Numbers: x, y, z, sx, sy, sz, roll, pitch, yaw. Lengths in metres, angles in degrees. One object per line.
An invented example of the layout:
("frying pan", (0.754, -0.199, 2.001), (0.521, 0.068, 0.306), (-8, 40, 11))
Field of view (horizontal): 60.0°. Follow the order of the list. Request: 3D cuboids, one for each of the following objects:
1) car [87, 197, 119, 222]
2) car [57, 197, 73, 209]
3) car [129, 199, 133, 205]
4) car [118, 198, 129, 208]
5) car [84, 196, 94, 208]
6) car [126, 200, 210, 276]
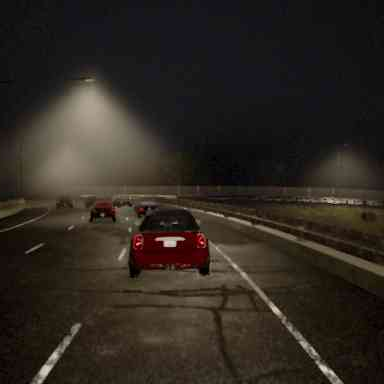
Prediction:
("car", (-6.777, 1.398, 25.417), (1.812, 1.442, 4.674), (0, 0, -14))
("car", (-16.047, 1.338, 41.935), (1.812, 1.442, 4.674), (0, 1, -23))
("car", (-3.970, 1.387, 28.795), (2.033, 1.411, 5.357), (0, 0, -15))
("car", (-9.011, 1.373, 43.239), (1.895, 1.301, 4.718), (0, 0, -23))
("car", (-12.972, 1.314, 43.584), (1.812, 1.442, 4.674), (0, 1, -23))
("car", (-0.744, 1.290, 10.359), (2.097, 1.767, 4.553), (0, 0, -5))
